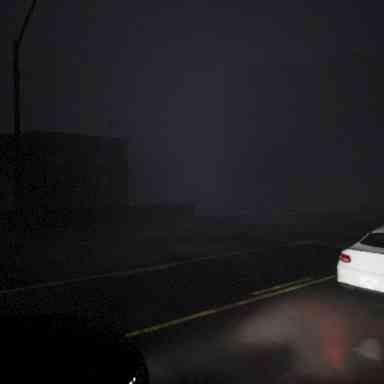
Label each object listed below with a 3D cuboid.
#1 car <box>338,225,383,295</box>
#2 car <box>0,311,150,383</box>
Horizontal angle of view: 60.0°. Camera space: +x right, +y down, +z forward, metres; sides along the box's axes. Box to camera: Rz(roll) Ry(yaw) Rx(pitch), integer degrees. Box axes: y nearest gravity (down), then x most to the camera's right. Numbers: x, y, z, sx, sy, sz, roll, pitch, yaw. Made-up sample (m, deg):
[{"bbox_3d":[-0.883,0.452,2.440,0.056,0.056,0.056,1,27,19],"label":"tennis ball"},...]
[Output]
[{"bbox_3d":[5.045,1.395,7.322,4.674,1.442,1.812,-1,1,-36],"label":"car"},{"bbox_3d":[-2.578,1.509,1.926,4.902,1.511,2.128,-1,1,-35],"label":"car"}]
